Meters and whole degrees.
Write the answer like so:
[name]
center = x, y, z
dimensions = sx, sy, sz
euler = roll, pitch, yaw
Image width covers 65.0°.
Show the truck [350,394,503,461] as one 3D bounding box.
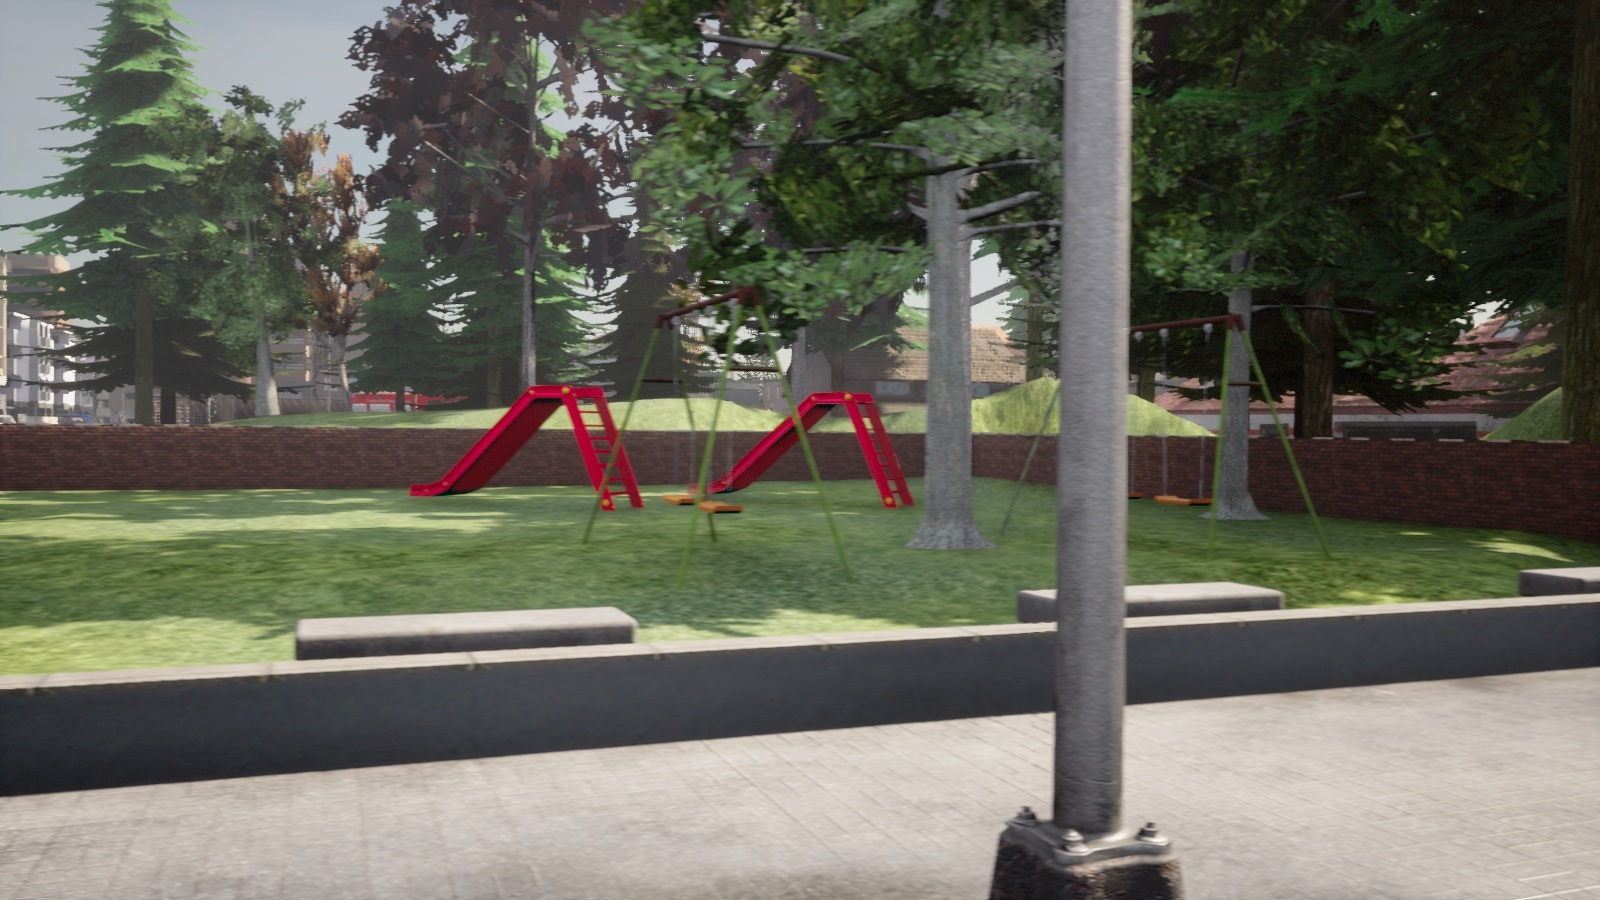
[truck]
center = -22.220, -1.342, 74.682
dimensions = 8.468, 3.827, 2.891
euler = -1, 1, -21
